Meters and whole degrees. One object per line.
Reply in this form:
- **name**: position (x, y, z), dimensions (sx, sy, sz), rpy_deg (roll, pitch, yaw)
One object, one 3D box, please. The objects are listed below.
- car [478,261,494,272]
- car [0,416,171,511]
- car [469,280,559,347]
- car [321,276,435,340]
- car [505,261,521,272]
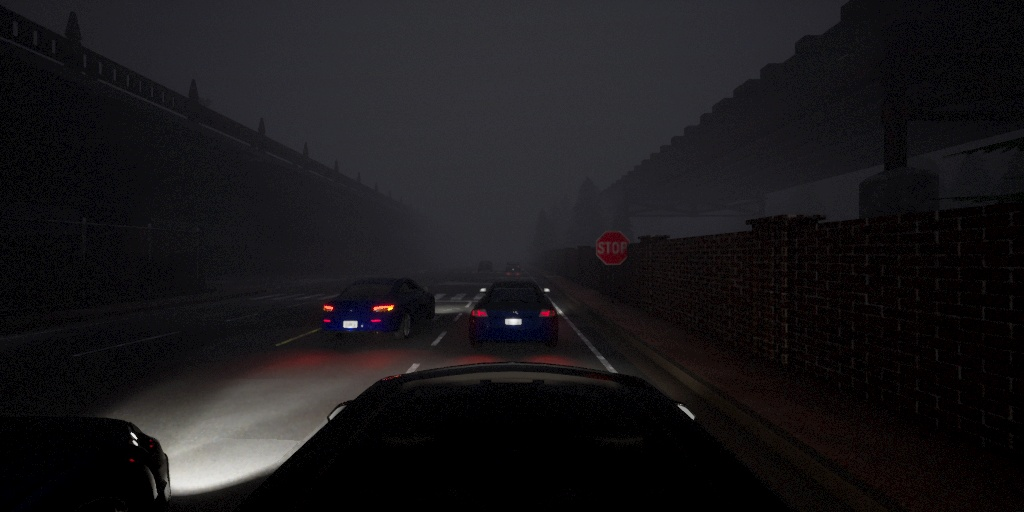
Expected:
- **car**: position (-3.380, 1.297, 45.981), dimensions (2.033, 1.411, 5.357), rpy_deg (0, 0, -1)
- **car**: position (-3.399, 1.314, 0.763), dimensions (1.994, 1.385, 4.181), rpy_deg (0, 0, 0)
- **car**: position (0.072, 1.314, 9.335), dimensions (1.994, 1.385, 4.181), rpy_deg (0, 0, 1)
- **car**: position (-3.410, 1.276, 9.859), dimensions (1.812, 1.442, 4.674), rpy_deg (0, 0, 0)
- **car**: position (0.115, 1.351, 46.149), dimensions (1.895, 1.301, 4.718), rpy_deg (0, 0, -1)
